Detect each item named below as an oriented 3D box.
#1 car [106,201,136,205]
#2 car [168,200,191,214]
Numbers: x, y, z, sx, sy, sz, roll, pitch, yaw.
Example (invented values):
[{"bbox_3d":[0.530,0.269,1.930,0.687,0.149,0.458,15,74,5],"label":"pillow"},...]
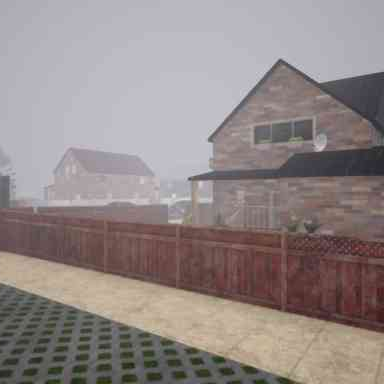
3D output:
[{"bbox_3d":[-6.964,1.638,30.965,1.837,1.490,4.892,0,0,35],"label":"car"},{"bbox_3d":[-0.909,1.705,39.440,1.837,1.490,4.892,0,0,35],"label":"car"}]
